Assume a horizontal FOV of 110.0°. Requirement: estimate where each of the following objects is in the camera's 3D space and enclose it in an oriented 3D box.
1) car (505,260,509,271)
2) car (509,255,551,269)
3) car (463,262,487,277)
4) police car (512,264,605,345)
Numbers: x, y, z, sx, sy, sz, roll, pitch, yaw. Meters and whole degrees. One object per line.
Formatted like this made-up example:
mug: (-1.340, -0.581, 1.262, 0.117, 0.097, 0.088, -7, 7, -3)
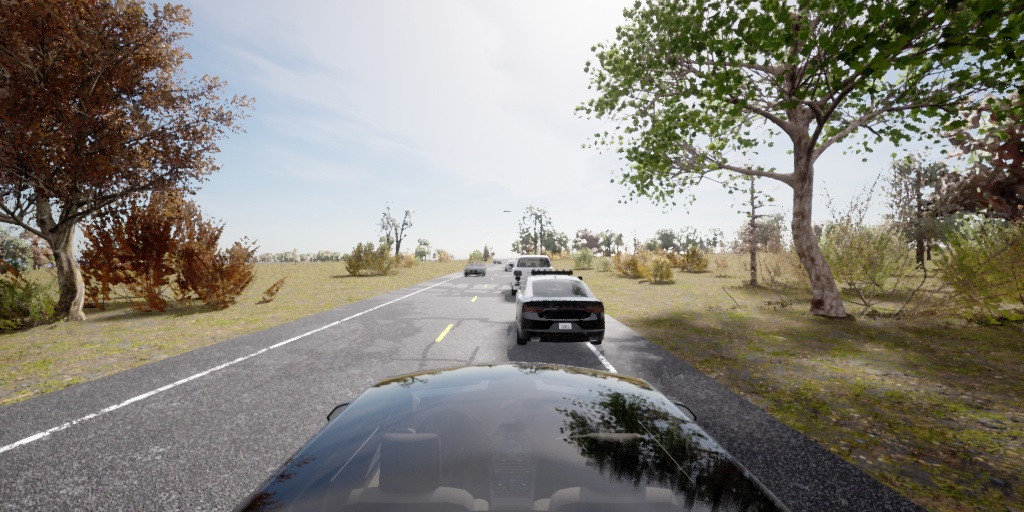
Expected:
car: (0.040, 1.283, 48.268, 1.812, 1.442, 4.674, 0, 0, 1)
car: (1.051, 0.978, 19.569, 2.150, 2.045, 5.566, 0, 0, 0)
car: (-3.599, 1.320, 35.537, 1.994, 1.385, 4.181, 0, 0, 0)
police car: (1.051, 1.177, 9.648, 1.930, 1.638, 5.238, 0, 0, 0)
